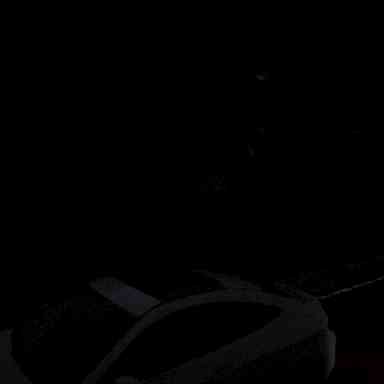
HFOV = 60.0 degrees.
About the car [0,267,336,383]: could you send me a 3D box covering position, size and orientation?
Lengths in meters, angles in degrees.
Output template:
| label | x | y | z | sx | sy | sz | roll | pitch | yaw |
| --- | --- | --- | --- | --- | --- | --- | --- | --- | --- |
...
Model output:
| label | x | y | z | sx | sy | sz | roll | pitch | yaw |
| --- | --- | --- | --- | --- | --- | --- | --- | --- | --- |
| car | -0.496 | 1.541 | 3.056 | 4.674 | 1.442 | 1.812 | 1 | -1 | -37 |
